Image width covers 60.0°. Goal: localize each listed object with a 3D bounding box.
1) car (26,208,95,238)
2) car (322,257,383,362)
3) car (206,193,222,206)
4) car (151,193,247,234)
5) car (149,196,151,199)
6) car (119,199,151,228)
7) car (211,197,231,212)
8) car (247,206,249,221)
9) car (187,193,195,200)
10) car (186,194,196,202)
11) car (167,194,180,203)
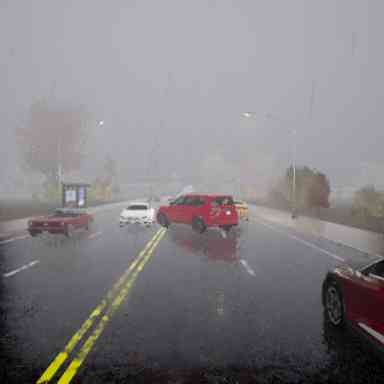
[{"bbox_3d":[-6.630,1.510,17.283,1.895,1.301,4.718,0,0,0],"label":"car"},{"bbox_3d":[3.249,1.411,3.917,2.033,1.649,4.856,0,0,0],"label":"car"},{"bbox_3d":[3.110,1.081,47.902,2.097,1.767,4.553,0,0,0],"label":"car"},{"bbox_3d":[0.177,1.123,18.895,2.150,2.045,5.566,-1,1,-38],"label":"car"},{"bbox_3d":[-6.753,1.141,60.392,2.128,1.511,4.902,0,0,0],"label":"car"},{"bbox_3d":[-3.393,1.412,21.266,1.812,1.442,4.674,0,0,0],"label":"car"},{"bbox_3d":[3.150,1.300,36.933,1.837,1.490,4.892,0,0,0],"label":"car"},{"bbox_3d":[3.191,1.338,25.932,1.882,1.535,5.008,0,0,0],"label":"car"},{"bbox_3d":[-0.247,1.005,77.132,1.882,1.535,5.008,0,0,0],"label":"car"},{"bbox_3d":[-0.139,1.156,63.074,1.812,1.442,4.674,0,0,0],"label":"car"},{"bbox_3d":[-3.488,1.179,62.892,2.033,1.411,5.357,0,0,0],"label":"car"}]
